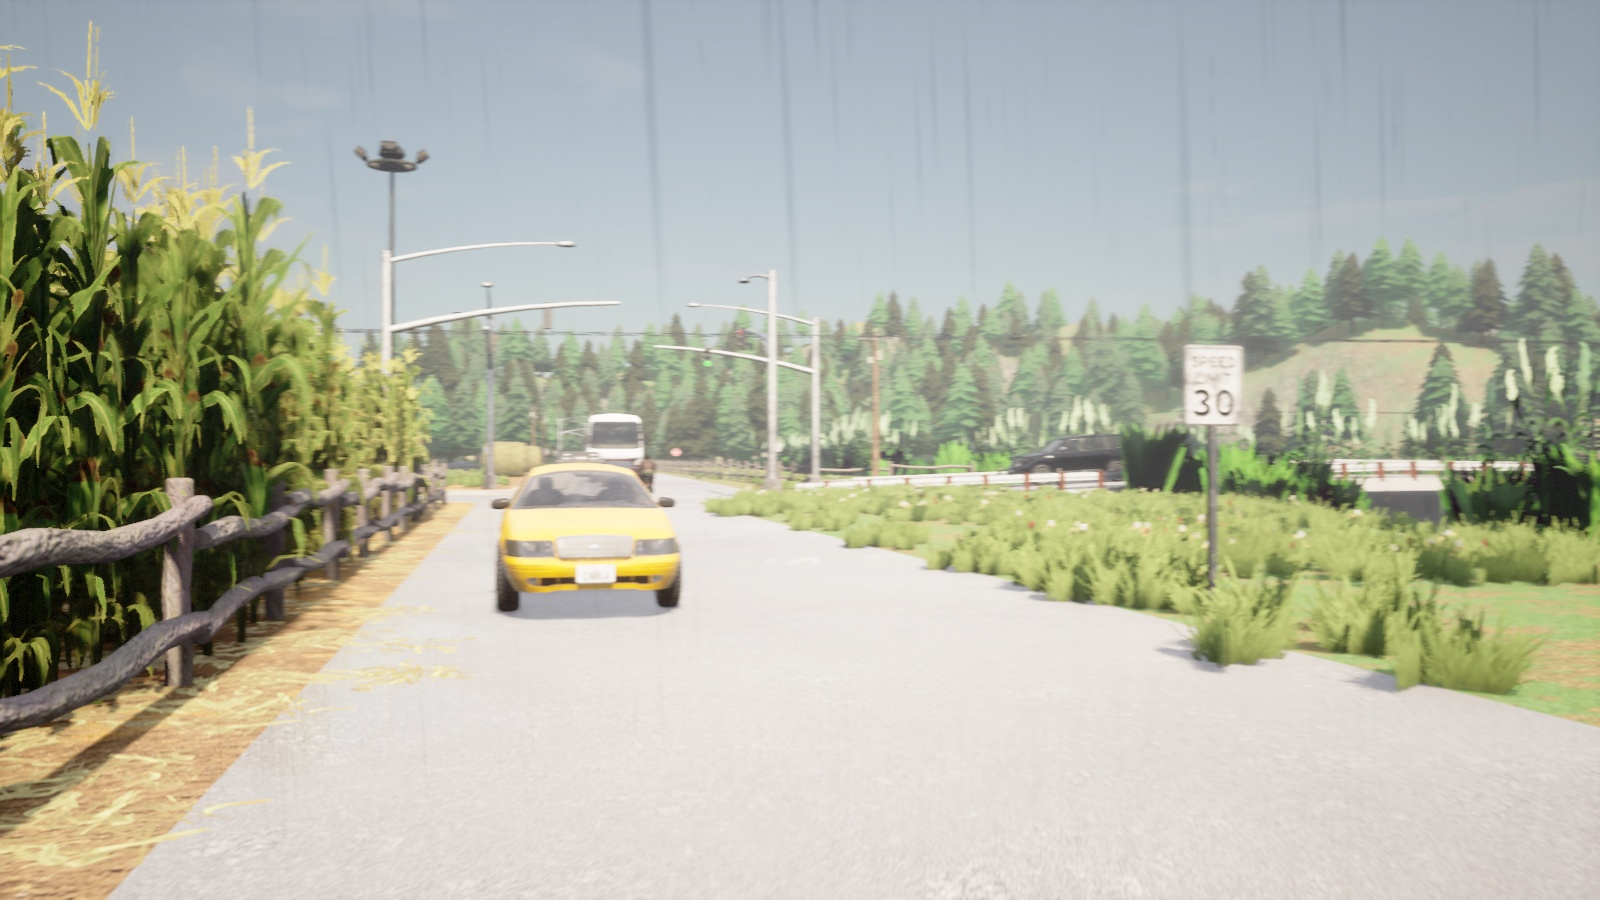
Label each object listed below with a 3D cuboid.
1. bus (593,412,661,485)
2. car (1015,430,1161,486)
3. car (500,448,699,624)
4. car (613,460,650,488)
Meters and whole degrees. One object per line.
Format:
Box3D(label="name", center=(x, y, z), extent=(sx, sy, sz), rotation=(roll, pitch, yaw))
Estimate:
Box3D(label="bus", center=(-11.072, -0.057, 79.442), extent=(3.944, 4.253, 10.273), rotation=(0, 0, -9))
Box3D(label="car", center=(12.233, 0.350, 53.505), extent=(5.566, 2.045, 2.150), rotation=(-3, 0, -6))
Box3D(label="car", center=(-2.386, 0.797, 14.148), extent=(1.801, 1.575, 5.366), rotation=(0, 0, -12))
Box3D(label="car", center=(-9.009, 1.248, 66.863), extent=(1.812, 1.442, 4.674), rotation=(0, 0, -9))
